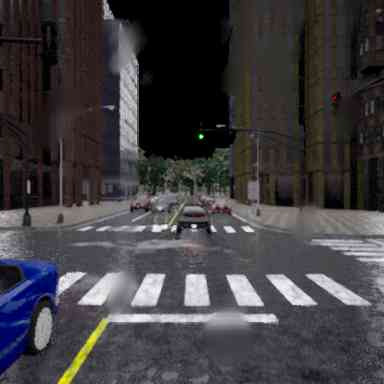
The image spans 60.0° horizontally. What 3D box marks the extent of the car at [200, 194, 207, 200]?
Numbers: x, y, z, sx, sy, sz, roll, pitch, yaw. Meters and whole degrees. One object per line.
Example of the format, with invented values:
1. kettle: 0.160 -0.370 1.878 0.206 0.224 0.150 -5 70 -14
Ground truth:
1. car: 2.741 1.456 54.536 1.887 1.381 4.507 0 0 0

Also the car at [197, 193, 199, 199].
1. car: 2.732 1.409 76.456 1.752 1.417 4.829 0 0 0

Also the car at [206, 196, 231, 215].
1. car: 2.749 1.384 32.786 1.967 1.590 4.097 0 0 0

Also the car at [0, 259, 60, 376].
1. car: -3.001 1.472 3.202 1.882 1.535 5.008 0 0 0

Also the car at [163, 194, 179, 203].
1. car: -3.084 1.481 51.776 1.994 1.385 4.181 0 0 0

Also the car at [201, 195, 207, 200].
1. car: 2.743 1.470 49.098 2.008 1.369 4.403 0 0 0

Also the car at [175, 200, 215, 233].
1. car: 0.108 1.491 19.678 1.837 1.490 4.892 1 1 0

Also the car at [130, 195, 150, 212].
1. car: -5.778 1.252 38.220 2.192 1.841 5.009 0 0 0

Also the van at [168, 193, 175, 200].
1. van: -5.800 1.208 92.595 1.690 1.788 3.998 0 0 0

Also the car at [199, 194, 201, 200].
1. car: 2.739 1.449 59.974 1.887 1.381 4.507 0 0 0

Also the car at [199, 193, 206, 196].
1. car: 2.737 1.422 65.581 1.752 1.417 4.829 0 0 0

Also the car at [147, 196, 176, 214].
1. car: -3.102 1.433 34.717 2.128 1.511 4.902 0 0 0
